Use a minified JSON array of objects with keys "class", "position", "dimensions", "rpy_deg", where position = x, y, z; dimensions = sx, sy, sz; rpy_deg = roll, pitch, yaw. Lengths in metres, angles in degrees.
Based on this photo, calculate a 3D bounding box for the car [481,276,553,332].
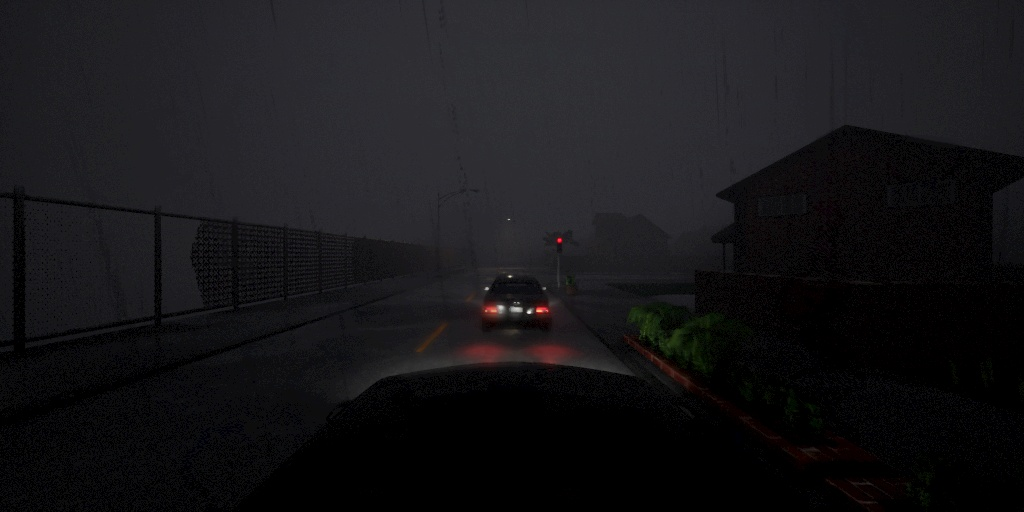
[{"class":"car","position":[0.118,1.297,10.825],"dimensions":[2.033,1.411,5.357],"rpy_deg":[0,0,0]}]
